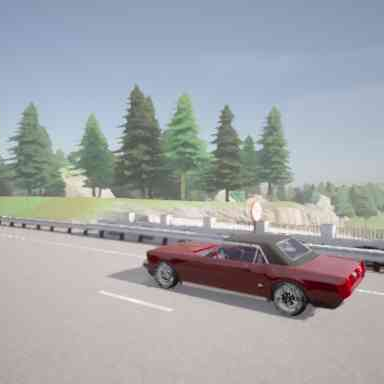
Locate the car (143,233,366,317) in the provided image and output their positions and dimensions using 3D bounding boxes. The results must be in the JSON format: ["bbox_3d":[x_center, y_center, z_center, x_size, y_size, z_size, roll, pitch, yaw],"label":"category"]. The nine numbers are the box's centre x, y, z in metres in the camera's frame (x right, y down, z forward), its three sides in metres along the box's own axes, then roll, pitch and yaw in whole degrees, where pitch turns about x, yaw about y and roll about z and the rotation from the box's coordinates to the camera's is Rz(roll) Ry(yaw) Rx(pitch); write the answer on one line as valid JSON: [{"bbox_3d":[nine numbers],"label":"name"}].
[{"bbox_3d":[1.139,1.598,7.478,4.718,1.301,1.895,0,0,35],"label":"car"}]
